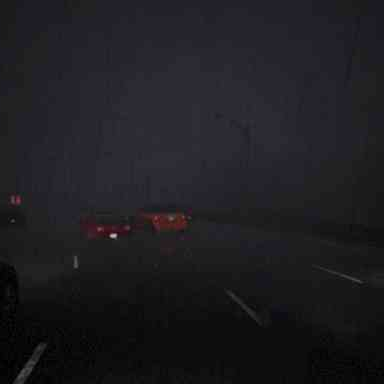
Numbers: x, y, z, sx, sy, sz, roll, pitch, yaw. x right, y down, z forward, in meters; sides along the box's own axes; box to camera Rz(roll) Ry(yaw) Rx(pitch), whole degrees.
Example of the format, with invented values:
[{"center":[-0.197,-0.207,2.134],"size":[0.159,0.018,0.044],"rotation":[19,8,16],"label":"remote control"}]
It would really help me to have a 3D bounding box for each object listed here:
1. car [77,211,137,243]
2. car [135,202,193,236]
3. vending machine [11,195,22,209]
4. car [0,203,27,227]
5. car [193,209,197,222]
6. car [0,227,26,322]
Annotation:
[{"center":[-4.554,1.672,16.843],"size":[1.895,1.301,4.718],"rotation":[0,0,-28],"label":"car"},{"center":[-2.111,1.420,19.340],"size":[2.097,1.767,4.553],"rotation":[0,0,-29],"label":"car"},{"center":[-27.068,1.463,51.286],"size":[0.880,2.100,1.100],"rotation":[0,0,28],"label":"vending machine"},{"center":[-12.355,1.595,21.788],"size":[1.882,1.535,5.008],"rotation":[0,-1,-41],"label":"car"},{"center":[-1.555,1.575,24.924],"size":[2.128,1.511,4.902],"rotation":[0,0,-35],"label":"car"},{"center":[-3.926,1.521,4.298],"size":[2.128,1.511,4.902],"rotation":[0,0,-8],"label":"car"}]
